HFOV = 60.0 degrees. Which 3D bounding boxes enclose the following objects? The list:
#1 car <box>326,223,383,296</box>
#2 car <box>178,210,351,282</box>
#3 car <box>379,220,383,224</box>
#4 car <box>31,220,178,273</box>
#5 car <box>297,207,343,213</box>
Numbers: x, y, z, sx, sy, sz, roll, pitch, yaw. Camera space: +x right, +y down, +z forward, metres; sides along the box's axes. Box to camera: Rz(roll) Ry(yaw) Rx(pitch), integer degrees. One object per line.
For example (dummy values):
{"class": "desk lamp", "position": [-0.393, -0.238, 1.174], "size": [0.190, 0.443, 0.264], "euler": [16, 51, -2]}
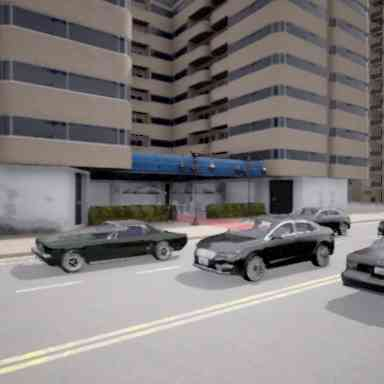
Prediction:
{"class": "car", "position": [5.661, 1.562, 7.787], "size": [5.357, 1.411, 2.033], "euler": [0, 0, -36]}
{"class": "car", "position": [2.290, 1.504, 9.903], "size": [4.902, 1.511, 2.128], "euler": [0, 0, -35]}
{"class": "car", "position": [10.721, 1.520, 15.837], "size": [4.902, 1.511, 2.128], "euler": [0, 0, -35]}
{"class": "car", "position": [-2.532, 1.607, 10.775], "size": [4.718, 1.301, 1.895], "euler": [0, 0, -36]}
{"class": "car", "position": [6.126, 1.515, 16.889], "size": [4.902, 1.511, 2.128], "euler": [0, 0, -35]}
